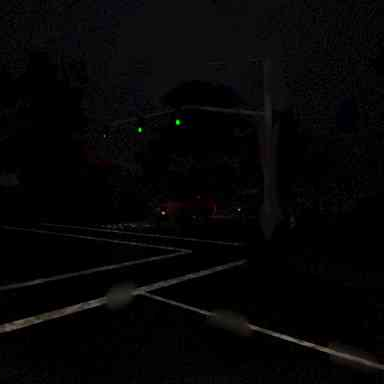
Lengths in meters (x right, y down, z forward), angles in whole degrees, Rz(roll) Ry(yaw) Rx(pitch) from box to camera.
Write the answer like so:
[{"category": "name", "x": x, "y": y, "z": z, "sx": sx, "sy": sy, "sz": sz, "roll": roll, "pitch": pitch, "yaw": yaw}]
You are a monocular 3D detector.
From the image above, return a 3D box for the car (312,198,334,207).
[{"category": "car", "x": 19.648, "y": 1.601, "z": 49.947, "sx": 1.895, "sy": 1.301, "sz": 4.718, "roll": 0, "pitch": 0, "yaw": 41}]

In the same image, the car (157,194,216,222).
[{"category": "car", "x": -0.332, "y": 1.221, "z": 27.013, "sx": 2.150, "sy": 2.045, "sz": 5.566, "roll": 0, "pitch": 0, "yaw": 41}]

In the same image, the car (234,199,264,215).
[{"category": "car", "x": 6.239, "y": 1.491, "z": 34.559, "sx": 2.128, "sy": 1.511, "sz": 4.902, "roll": 0, "pitch": 0, "yaw": 41}]

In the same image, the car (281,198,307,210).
[{"category": "car", "x": 12.994, "y": 1.526, "z": 42.328, "sx": 1.812, "sy": 1.442, "sz": 4.674, "roll": 0, "pitch": 0, "yaw": 41}]
